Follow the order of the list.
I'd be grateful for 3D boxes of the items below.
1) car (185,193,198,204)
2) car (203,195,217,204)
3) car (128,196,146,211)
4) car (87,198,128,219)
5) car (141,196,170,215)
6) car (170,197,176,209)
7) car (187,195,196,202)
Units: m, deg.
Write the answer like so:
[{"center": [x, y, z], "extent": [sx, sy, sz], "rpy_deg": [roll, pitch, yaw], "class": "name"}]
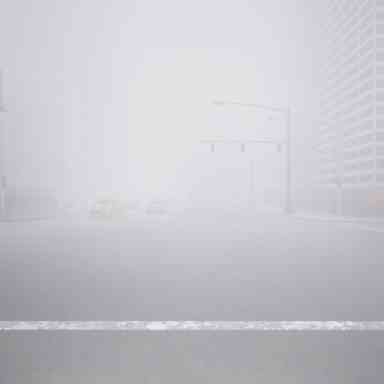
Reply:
[{"center": [-0.099, 1.221, 63.891], "extent": [2.150, 2.045, 5.566], "rpy_deg": [0, 0, 0], "class": "car"}, {"center": [3.505, 1.526, 61.335], "extent": [1.812, 1.442, 4.674], "rpy_deg": [0, 0, 0], "class": "car"}, {"center": [-7.156, 1.548, 40.590], "extent": [2.033, 1.411, 5.357], "rpy_deg": [0, 0, 0], "class": "car"}, {"center": [-7.481, 1.352, 29.139], "extent": [2.097, 1.767, 4.553], "rpy_deg": [0, 0, 4], "class": "car"}, {"center": [-3.642, 1.504, 33.993], "extent": [1.837, 1.490, 4.892], "rpy_deg": [0, 0, 0], "class": "car"}, {"center": [-3.655, 1.526, 46.555], "extent": [1.812, 1.442, 4.674], "rpy_deg": [0, 0, 0], "class": "car"}, {"center": [-0.115, 1.382, 74.562], "extent": [1.994, 1.385, 4.181], "rpy_deg": [0, 0, 0], "class": "car"}]
